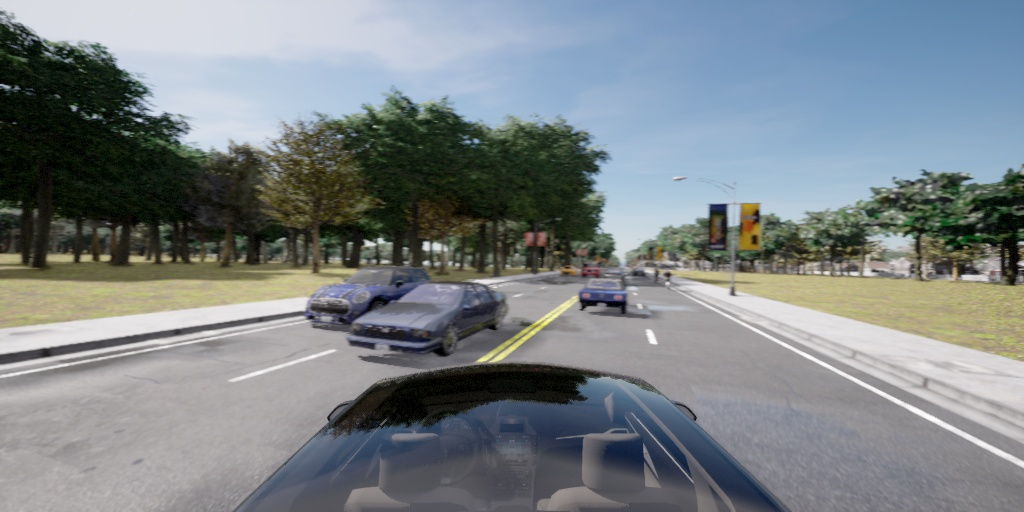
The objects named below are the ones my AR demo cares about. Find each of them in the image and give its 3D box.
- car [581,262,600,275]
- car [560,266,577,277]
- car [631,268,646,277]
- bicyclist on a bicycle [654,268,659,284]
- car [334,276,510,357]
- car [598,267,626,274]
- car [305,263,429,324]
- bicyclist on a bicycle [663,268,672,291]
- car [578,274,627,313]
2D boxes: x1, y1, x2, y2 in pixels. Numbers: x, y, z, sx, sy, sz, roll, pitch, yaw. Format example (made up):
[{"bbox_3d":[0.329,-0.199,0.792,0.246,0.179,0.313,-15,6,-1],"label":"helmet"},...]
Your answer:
[{"bbox_3d":[10.729,1.918,48.775,2.150,2.045,5.566,1,0,17],"label":"car"},{"bbox_3d":[8.204,2.147,51.596,1.882,1.535,5.008,1,-1,17],"label":"car"},{"bbox_3d":[20.729,2.646,58.422,1.812,1.442,4.674,1,-1,17],"label":"car"},{"bbox_3d":[14.831,2.094,36.766,0.582,1.620,1.656,1,-1,17],"label":"bicyclist on a bicycle"},{"bbox_3d":[-1.600,1.354,9.148,2.033,1.411,5.357,1,-1,17],"label":"car"},{"bbox_3d":[9.537,1.938,33.352,2.128,1.511,4.902,1,-1,17],"label":"car"},{"bbox_3d":[-4.230,1.120,11.613,2.097,1.767,4.553,1,-1,17],"label":"car"},{"bbox_3d":[12.094,1.812,27.954,0.659,1.776,1.843,1,-1,17],"label":"bicyclist on a bicycle"},{"bbox_3d":[4.163,1.661,16.071,1.895,1.301,4.718,1,-1,17],"label":"car"}]
